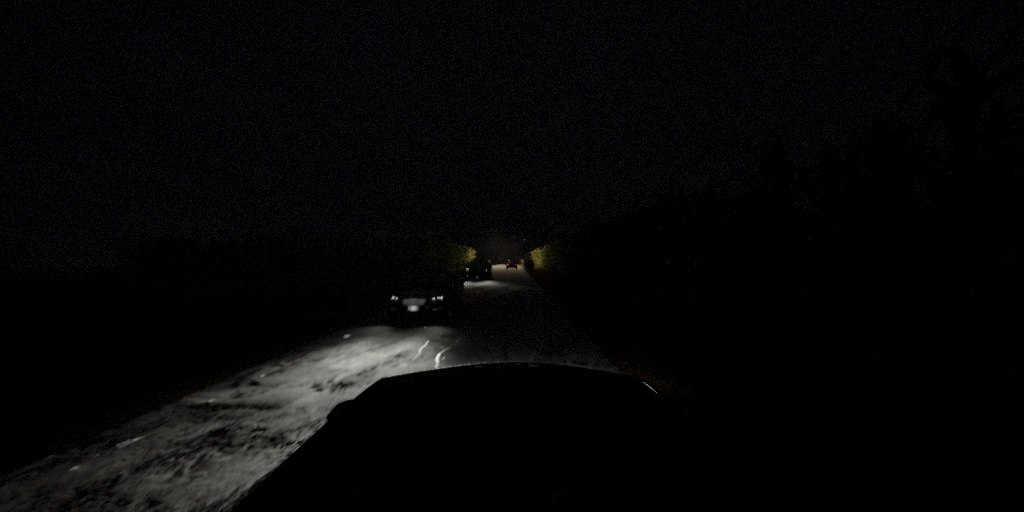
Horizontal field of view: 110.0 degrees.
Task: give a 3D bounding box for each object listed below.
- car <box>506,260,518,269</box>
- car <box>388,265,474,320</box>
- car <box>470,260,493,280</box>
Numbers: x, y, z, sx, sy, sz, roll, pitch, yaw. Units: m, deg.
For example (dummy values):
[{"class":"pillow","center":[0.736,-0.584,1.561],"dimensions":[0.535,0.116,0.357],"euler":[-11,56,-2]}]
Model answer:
[{"class":"car","center":[-0.028,1.375,56.272],"dimensions":[2.033,1.411,5.357],"euler":[0,0,0]},{"class":"car","center":[-2.811,1.248,12.721],"dimensions":[2.128,1.511,4.902],"euler":[0,0,0]},{"class":"car","center":[-2.774,1.118,30.821],"dimensions":[2.097,1.767,4.553],"euler":[0,0,0]}]
